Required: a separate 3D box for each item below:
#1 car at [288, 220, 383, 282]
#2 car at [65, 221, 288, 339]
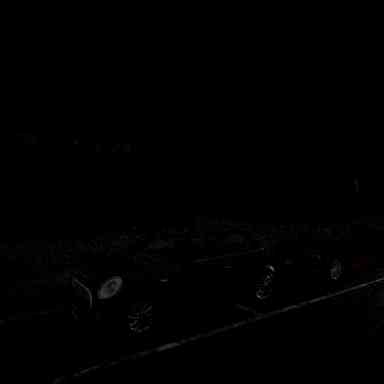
[{"bbox_3d":[4.295,1.545,9.790,4.507,1.381,1.887,0,1,-35],"label":"car"},{"bbox_3d":[-0.293,1.441,6.534,4.097,1.590,1.967,0,1,-35],"label":"car"}]
